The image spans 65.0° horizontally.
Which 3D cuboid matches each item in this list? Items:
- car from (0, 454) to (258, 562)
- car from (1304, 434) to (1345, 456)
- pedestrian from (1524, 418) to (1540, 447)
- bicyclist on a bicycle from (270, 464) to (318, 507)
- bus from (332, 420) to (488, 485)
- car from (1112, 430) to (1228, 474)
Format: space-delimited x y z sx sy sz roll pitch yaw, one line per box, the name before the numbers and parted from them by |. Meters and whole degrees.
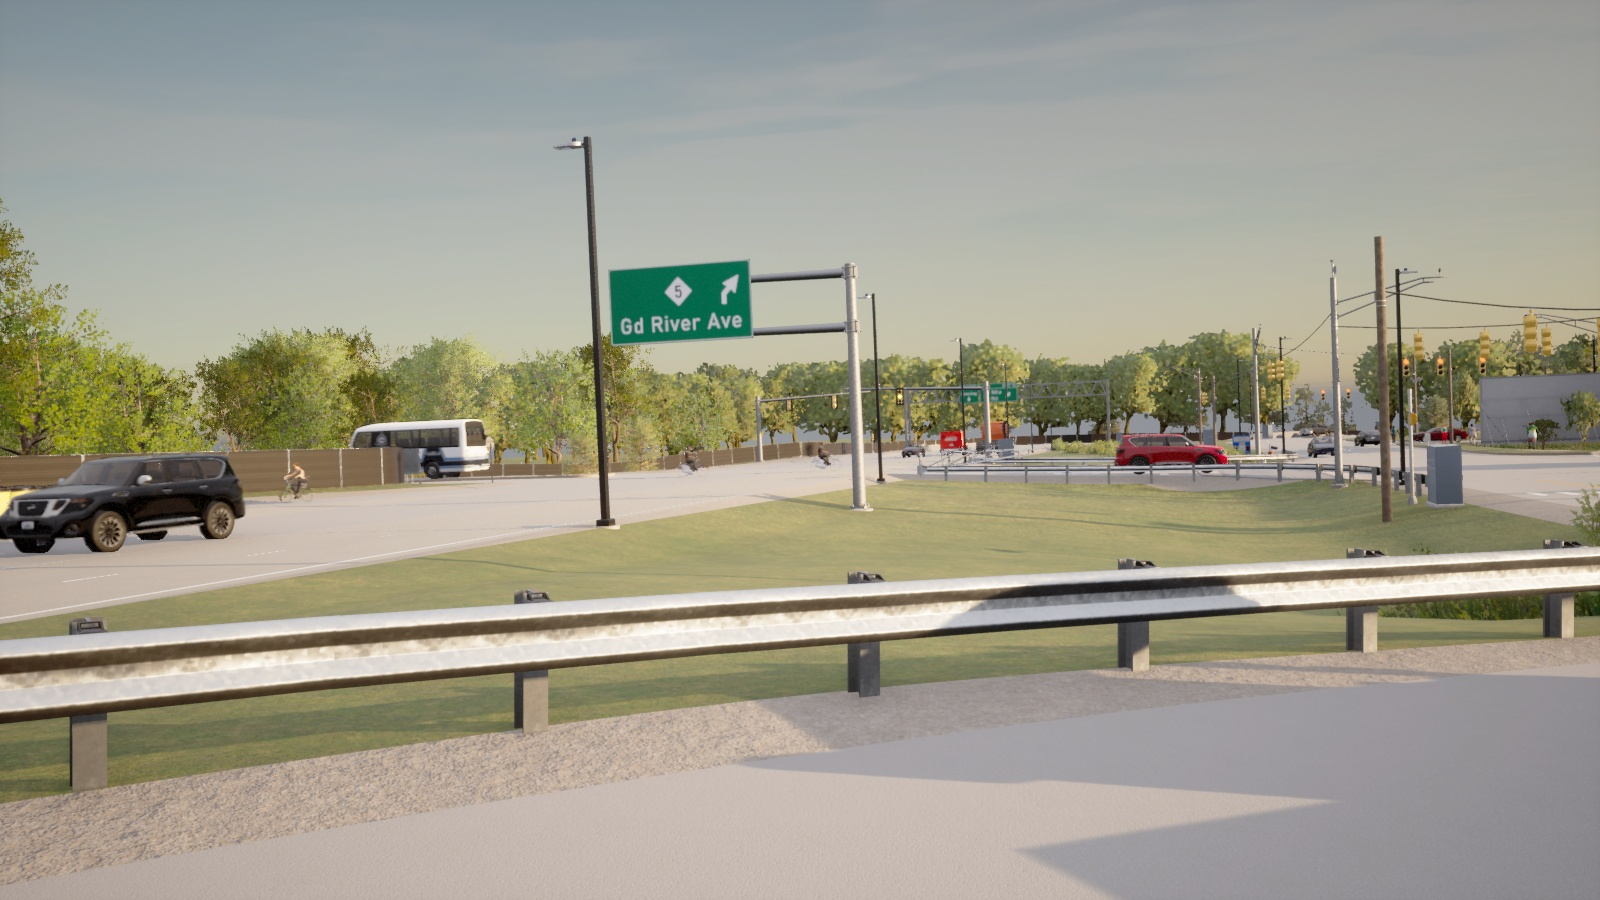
car | -14.995 1.201 28.167 2.150 2.045 5.566 -2 0 15
car | 37.890 -0.356 90.900 2.033 1.411 5.357 -2 1 16
pedestrian | 49.343 -1.176 84.685 0.659 1.952 0.873 -2 2 16
bicyclist on a bicycle | -20.220 1.409 50.216 0.866 1.612 1.509 -2 0 34
bus | -28.691 0.191 92.472 10.273 4.253 3.944 -2 1 16
car | 18.900 0.090 64.235 5.566 2.045 2.150 -2 0 17
